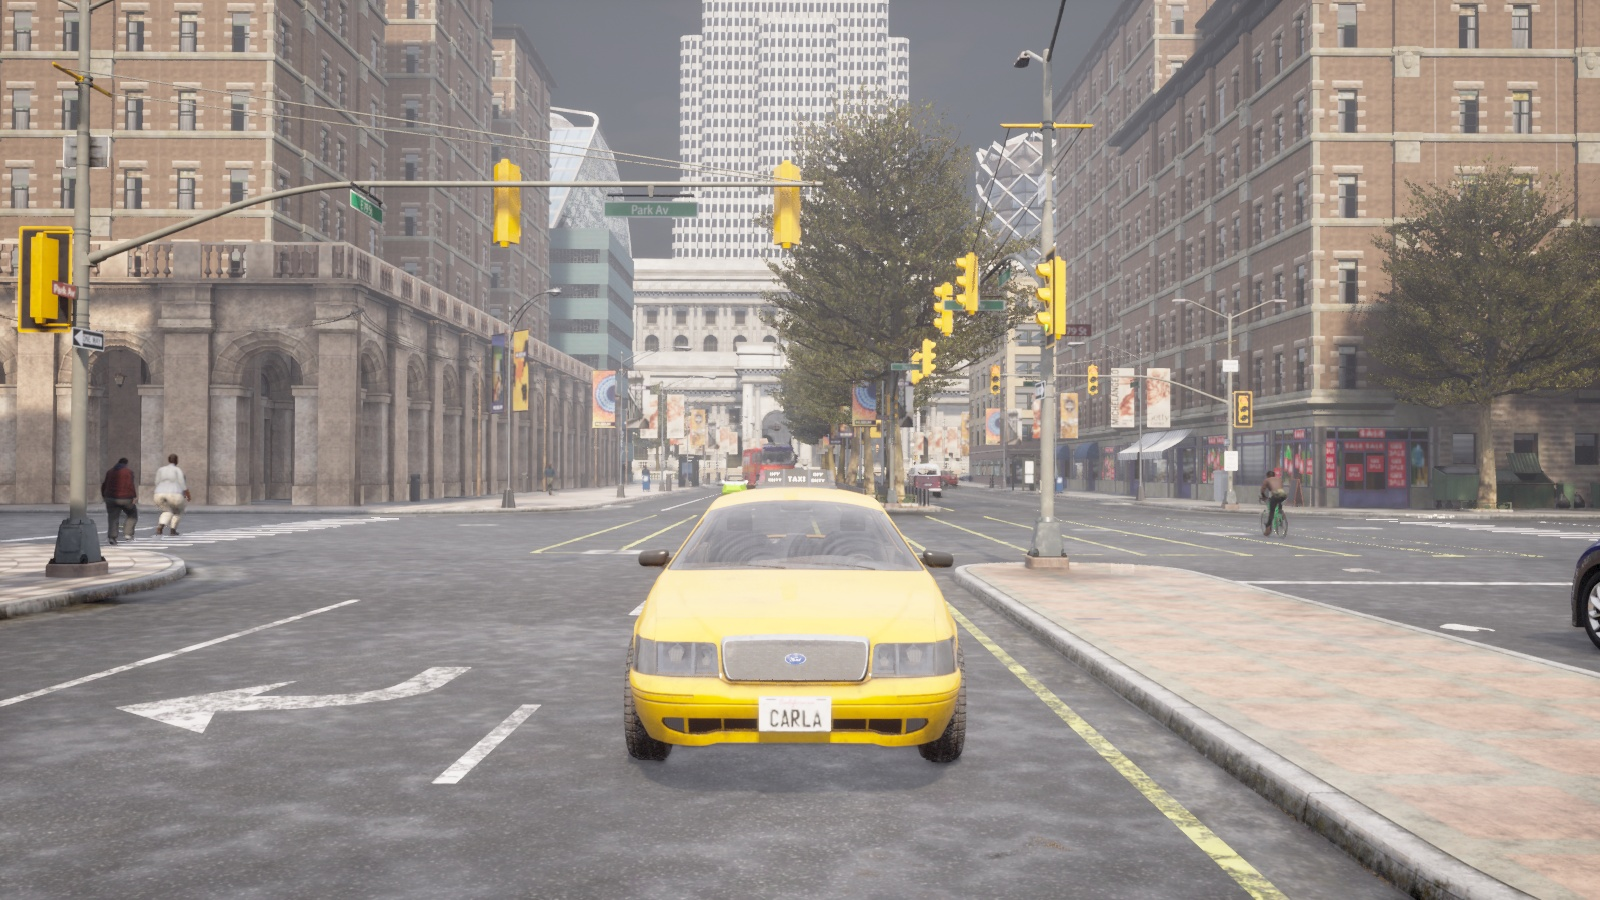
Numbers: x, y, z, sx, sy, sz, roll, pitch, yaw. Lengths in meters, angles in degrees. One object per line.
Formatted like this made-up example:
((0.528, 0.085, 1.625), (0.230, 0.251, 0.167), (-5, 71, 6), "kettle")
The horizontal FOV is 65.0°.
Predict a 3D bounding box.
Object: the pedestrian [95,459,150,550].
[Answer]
((-13.961, 1.109, 25.908), (0.634, 1.844, 0.899), (0, -1, 0), "pedestrian")

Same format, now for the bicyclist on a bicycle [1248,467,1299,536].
((11.431, 1.230, 30.366), (0.582, 1.620, 1.656), (0, -1, 0), "bicyclist on a bicycle")

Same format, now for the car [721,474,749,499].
((-3.659, 2.078, 71.249), (1.481, 1.376, 2.207), (0, -1, 0), "car")

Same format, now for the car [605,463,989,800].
((-0.020, 0.898, 8.598), (1.801, 1.575, 5.366), (0, -1, 0), "car")

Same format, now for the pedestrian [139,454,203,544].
((-13.279, 1.020, 26.525), (0.874, 1.855, 0.900), (0, -1, 3), "pedestrian")

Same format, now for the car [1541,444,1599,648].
((7.978, 0.799, 9.444), (2.097, 1.767, 4.553), (0, -1, 0), "car")

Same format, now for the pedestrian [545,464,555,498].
((-13.694, 1.678, 68.767), (0.370, 1.835, 0.726), (0, -1, 0), "pedestrian")

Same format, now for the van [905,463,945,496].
((7.820, 1.829, 78.927), (2.069, 2.038, 4.480), (0, -1, 0), "van")
